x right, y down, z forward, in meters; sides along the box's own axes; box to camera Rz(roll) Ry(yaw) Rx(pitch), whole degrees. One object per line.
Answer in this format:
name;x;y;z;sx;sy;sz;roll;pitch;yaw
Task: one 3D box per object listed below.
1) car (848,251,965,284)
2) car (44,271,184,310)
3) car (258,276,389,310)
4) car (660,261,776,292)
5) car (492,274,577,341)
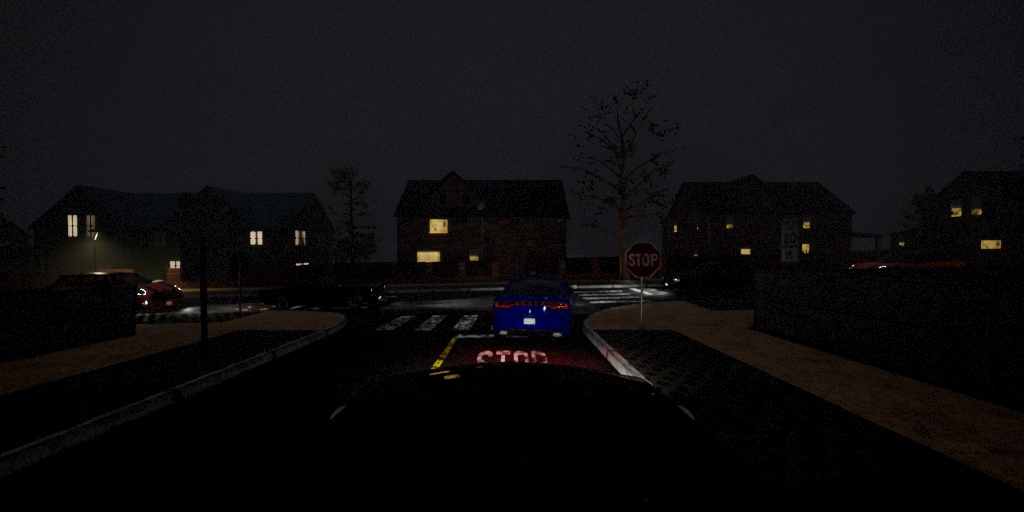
car;19.815;0.563;18.169;4.553;1.767;2.097;-1;1;0
car;-16.800;1.471;15.202;4.553;1.767;2.097;-1;1;0
car;-7.812;1.506;15.210;4.718;1.301;1.895;-1;1;0
car;10.446;0.980;18.139;5.357;1.411;2.033;-1;1;-1
car;0.786;1.226;10.003;1.882;1.535;5.008;0;0;10
